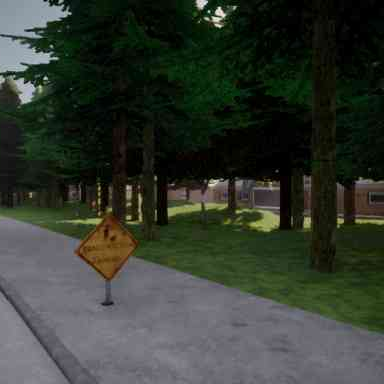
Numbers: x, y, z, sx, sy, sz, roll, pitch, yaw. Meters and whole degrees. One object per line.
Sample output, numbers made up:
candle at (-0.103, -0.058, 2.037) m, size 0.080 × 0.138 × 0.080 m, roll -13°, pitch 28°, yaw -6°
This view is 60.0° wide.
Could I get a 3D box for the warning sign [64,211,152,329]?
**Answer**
warning sign at (-1.596, 1.336, 6.334) m, size 1.300 × 1.860 × 1.060 m, roll 0°, pitch 0°, yaw -39°
